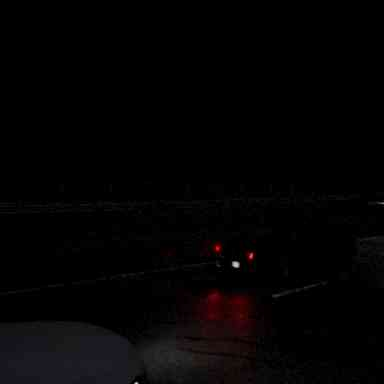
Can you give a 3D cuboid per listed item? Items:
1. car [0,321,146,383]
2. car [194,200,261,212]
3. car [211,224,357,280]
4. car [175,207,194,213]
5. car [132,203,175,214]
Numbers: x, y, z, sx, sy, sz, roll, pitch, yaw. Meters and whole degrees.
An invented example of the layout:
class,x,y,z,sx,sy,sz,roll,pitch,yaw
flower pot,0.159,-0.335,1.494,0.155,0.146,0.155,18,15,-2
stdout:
class,x,y,z,sx,sy,sz,roll,pitch,yaw
car,-2.489,1.517,1.962,4.674,1.442,1.812,0,0,-36
car,2.778,1.402,23.024,4.553,1.767,2.097,0,0,-35
car,2.977,1.648,10.133,4.718,1.301,1.895,0,0,-35
car,1.438,1.551,26.356,4.892,1.490,1.837,0,0,-35
car,-2.866,1.609,27.629,4.181,1.385,1.994,0,0,-35
